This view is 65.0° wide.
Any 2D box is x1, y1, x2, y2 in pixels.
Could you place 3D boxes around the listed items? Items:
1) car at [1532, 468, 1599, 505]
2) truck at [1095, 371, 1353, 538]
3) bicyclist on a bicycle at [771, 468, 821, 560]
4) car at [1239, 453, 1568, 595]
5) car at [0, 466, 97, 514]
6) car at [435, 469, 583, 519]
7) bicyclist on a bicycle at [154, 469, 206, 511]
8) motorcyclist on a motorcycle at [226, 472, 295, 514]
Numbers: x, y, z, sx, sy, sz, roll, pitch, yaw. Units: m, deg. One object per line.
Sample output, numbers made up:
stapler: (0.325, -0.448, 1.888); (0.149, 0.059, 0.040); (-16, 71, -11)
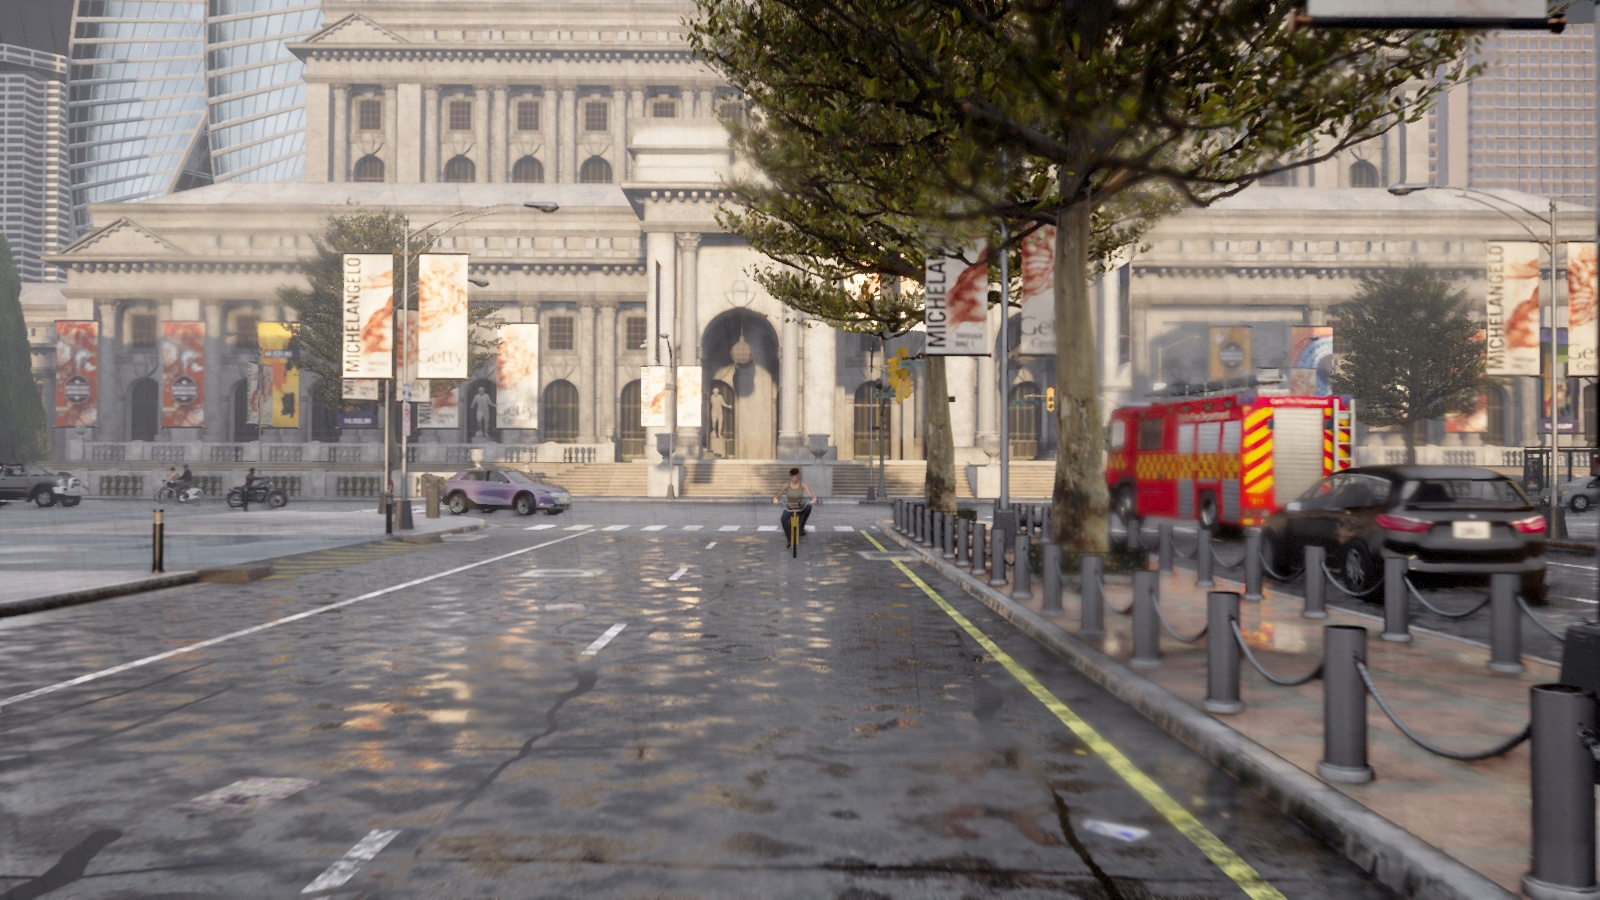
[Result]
car: (33.708, 1.508, 52.930); (4.514, 1.525, 2.007); (0, -1, 0)
truck: (10.784, 0.160, 33.191); (2.891, 3.827, 8.468); (0, -1, -8)
bicyclist on a bicycle: (-0.082, 1.131, 22.775); (0.866, 1.612, 1.509); (0, -1, 0)
car: (7.939, 0.913, 17.147); (2.242, 1.667, 4.611); (0, -1, 0)
car: (-30.529, 1.576, 49.454); (4.605, 1.855, 1.932); (0, -1, 0)
car: (-10.187, 1.517, 43.976); (4.856, 1.649, 2.033); (-1, -1, 26)
bicyclist on a bicycle: (-26.142, 1.671, 52.963); (1.843, 1.776, 0.659); (0, -1, 0)
motorcyclist on a motorcycle: (-21.243, 1.673, 49.462); (2.350, 1.649, 0.766); (0, -1, 0)
